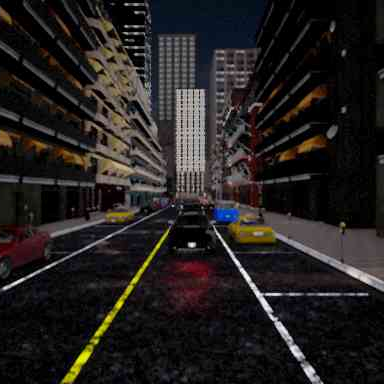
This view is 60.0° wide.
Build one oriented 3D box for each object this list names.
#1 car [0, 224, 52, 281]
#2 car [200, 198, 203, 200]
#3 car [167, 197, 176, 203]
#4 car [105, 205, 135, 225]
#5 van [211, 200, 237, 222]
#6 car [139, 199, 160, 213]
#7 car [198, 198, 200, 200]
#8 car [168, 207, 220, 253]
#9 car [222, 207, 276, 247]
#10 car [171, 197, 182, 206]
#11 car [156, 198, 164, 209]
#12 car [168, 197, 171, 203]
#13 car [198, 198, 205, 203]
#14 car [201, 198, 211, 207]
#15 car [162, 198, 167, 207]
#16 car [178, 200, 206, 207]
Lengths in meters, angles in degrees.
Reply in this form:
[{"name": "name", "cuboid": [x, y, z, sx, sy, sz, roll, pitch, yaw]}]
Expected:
[{"name": "car", "cuboid": [-5.696, 1.676, 10.103, 1.802, 1.307, 4.206, 0, -1, 0]}, {"name": "car", "cuboid": [2.691, 2.064, 54.274, 2.008, 1.369, 4.403, -1, -1, 0]}, {"name": "car", "cuboid": [-5.686, 2.209, 92.953, 2.192, 1.841, 5.009, -1, -1, 0]}, {"name": "car", "cuboid": [-5.694, 1.773, 26.503, 1.752, 1.417, 4.829, 0, -1, 0]}, {"name": "van", "cuboid": [2.685, 1.591, 26.661, 1.690, 1.788, 3.998, -1, -1, 0]}, {"name": "car", "cuboid": [-5.691, 1.973, 43.242, 1.947, 1.339, 4.313, 0, -1, 0]}, {"name": "car", "cuboid": [3.013, 2.113, 79.665, 2.097, 1.767, 4.553, 0, -1, 0]}, {"name": "car", "cuboid": [0.007, 1.642, 14.285, 1.837, 1.490, 4.892, 0, 0, 0]}, {"name": "car", "cuboid": [2.685, 1.673, 15.782, 1.752, 1.417, 4.829, 0, -1, 0]}, {"name": "car", "cuboid": [-2.988, 2.034, 71.784, 2.097, 1.767, 4.553, 0, -1, 0]}, {"name": "car", "cuboid": [-5.690, 2.005, 48.765, 1.887, 1.381, 4.507, 0, -1, 0]}, {"name": "car", "cuboid": [-5.689, 2.061, 65.336, 1.967, 1.590, 4.097, -1, -1, 0]}, {"name": "car", "cuboid": [2.698, 2.439, 92.936, 1.887, 1.381, 4.507, -1, -1, 0]}, {"name": "car", "cuboid": [2.690, 2.011, 48.751, 2.008, 1.369, 4.403, -1, -1, 0]}, {"name": "car", "cuboid": [-5.690, 2.058, 54.289, 1.887, 1.381, 4.507, 0, -1, 0]}, {"name": "car", "cuboid": [0.012, 1.754, 29.468, 1.882, 1.535, 5.008, 0, 0, 0]}]
